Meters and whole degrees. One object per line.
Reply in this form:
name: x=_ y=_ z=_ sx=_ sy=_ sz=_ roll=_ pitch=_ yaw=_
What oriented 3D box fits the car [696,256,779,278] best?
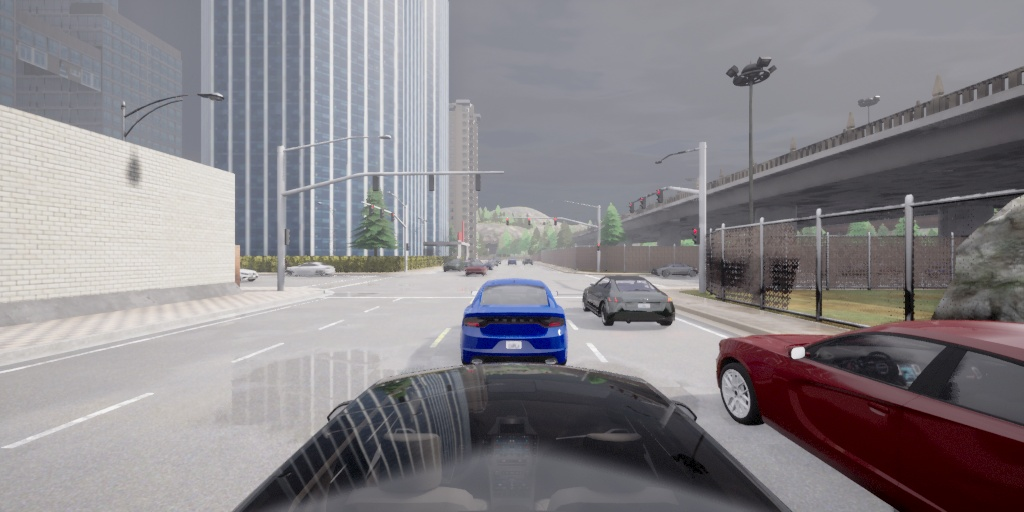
car: x=20.004 y=1.027 z=31.957 sx=5.566 sy=2.045 sz=2.150 roll=0 pitch=0 yaw=0

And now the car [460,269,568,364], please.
car: x=0.055 y=1.228 z=8.029 sx=1.882 sy=1.535 sz=5.008 roll=0 pitch=0 yaw=1

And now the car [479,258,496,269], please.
car: x=-3.580 y=1.351 z=49.073 sx=1.895 sy=1.301 sz=4.718 roll=0 pitch=0 yaw=0

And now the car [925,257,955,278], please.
car: x=40.481 y=1.027 z=31.976 sx=5.566 sy=2.045 sz=2.150 roll=0 pitch=0 yaw=0

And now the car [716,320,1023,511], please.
car: x=3.602 y=1.228 z=2.695 sx=1.882 sy=1.535 sz=5.008 roll=0 pitch=0 yaw=0

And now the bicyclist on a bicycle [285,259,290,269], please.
bicyclist on a bicycle: x=-25.289 y=1.106 z=40.160 sx=0.582 sy=1.620 sz=1.656 roll=0 pitch=0 yaw=0

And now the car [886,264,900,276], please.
car: x=35.561 y=1.331 z=35.472 sx=4.674 sy=1.442 sz=1.812 roll=0 pitch=0 yaw=0

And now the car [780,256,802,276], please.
car: x=25.383 y=1.027 z=35.475 sx=5.566 sy=2.045 sz=2.150 roll=0 pitch=0 yaw=-1

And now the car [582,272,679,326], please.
car: x=3.577 y=1.314 z=11.689 sx=1.994 sy=1.385 sz=4.181 roll=0 pitch=0 yaw=0

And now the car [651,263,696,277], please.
car: x=16.026 y=1.369 z=35.453 sx=4.181 sy=1.385 sz=1.994 roll=0 pitch=0 yaw=0

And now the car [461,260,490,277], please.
car: x=-3.588 y=1.385 z=36.231 sx=1.895 sy=1.301 sz=4.718 roll=0 pitch=0 yaw=0

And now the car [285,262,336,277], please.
car: x=-20.055 y=1.331 z=35.599 sx=4.674 sy=1.442 sz=1.812 roll=0 pitch=0 yaw=-3

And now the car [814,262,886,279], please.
car: x=29.773 y=1.406 z=31.974 sx=4.718 sy=1.301 sz=1.895 roll=0 pitch=0 yaw=0

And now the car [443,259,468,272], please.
car: x=-7.217 y=1.103 z=44.993 sx=2.097 sy=1.767 sz=4.553 roll=0 pitch=0 yaw=3

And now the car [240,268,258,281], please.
car: x=-22.630 y=1.331 z=28.203 sx=4.674 sy=1.442 sz=1.812 roll=0 pitch=0 yaw=0
